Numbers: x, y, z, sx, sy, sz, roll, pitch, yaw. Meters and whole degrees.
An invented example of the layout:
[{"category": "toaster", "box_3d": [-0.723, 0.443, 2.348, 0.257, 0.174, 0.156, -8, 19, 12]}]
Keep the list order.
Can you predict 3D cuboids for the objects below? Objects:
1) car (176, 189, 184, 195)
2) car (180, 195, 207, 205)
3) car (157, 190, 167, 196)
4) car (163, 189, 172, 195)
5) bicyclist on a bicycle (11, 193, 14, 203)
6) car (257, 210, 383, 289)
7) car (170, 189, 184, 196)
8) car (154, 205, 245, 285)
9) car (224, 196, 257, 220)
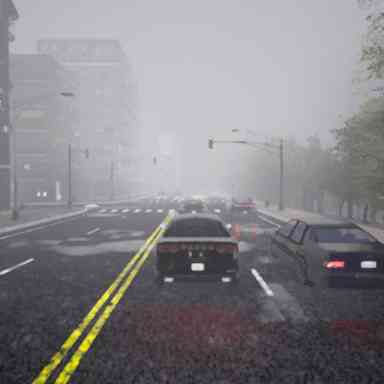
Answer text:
[{"category": "car", "box_3d": [-3.238, -0.130, 88.596, 1.837, 1.490, 4.892, 0, 1, 0]}, {"category": "car", "box_3d": [0.104, 1.142, 22.466, 1.994, 1.385, 4.181, 0, 1, 0]}, {"category": "car", "box_3d": [-6.492, 0.258, 72.950, 1.895, 1.301, 4.718, 0, 1, 0]}, {"category": "car", "box_3d": [-6.488, -0.034, 88.569, 1.895, 1.301, 4.718, 0, 1, 0]}, {"category": "bicyclist on a bicycle", "box_3d": [-24.871, 0.732, 45.589, 0.582, 1.620, 1.656, -1, 2, -1]}, {"category": "car", "box_3d": [3.351, 1.379, 8.820, 2.033, 1.411, 5.357, 0, 1, 0]}, {"category": "car", "box_3d": [-3.241, 0.202, 72.978, 2.033, 1.411, 5.357, 0, 1, 0]}, {"category": "car", "box_3d": [0.103, 1.306, 9.021, 1.882, 1.535, 5.008, 0, 0, 0]}, {"category": "car", "box_3d": [3.353, 1.051, 23.392, 2.128, 1.511, 4.902, 0, 1, 0]}]
